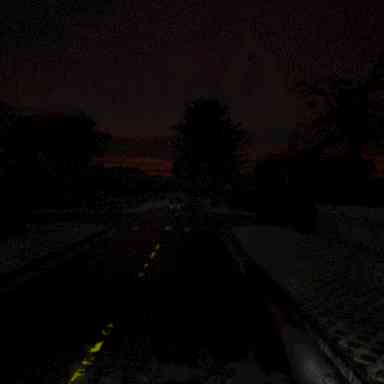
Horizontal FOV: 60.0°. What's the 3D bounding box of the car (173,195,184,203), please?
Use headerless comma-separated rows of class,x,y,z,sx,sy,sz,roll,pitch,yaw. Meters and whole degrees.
car,-2.633,1.331,65.608,1.895,1.301,4.718,0,0,2

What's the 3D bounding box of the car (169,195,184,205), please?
car,-2.712,1.309,55.351,2.128,1.511,4.902,0,1,0
